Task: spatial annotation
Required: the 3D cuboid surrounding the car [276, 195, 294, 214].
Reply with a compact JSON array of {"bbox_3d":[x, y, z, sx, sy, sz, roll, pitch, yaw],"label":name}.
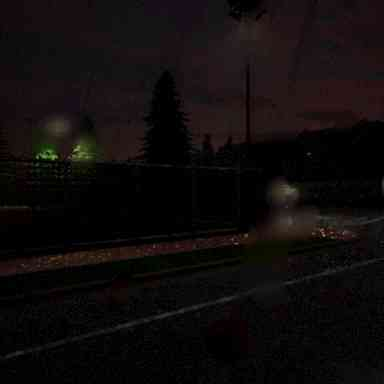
[{"bbox_3d":[6.899,1.039,31.535,2.150,2.045,5.566,-1,0,-35],"label":"car"}]
